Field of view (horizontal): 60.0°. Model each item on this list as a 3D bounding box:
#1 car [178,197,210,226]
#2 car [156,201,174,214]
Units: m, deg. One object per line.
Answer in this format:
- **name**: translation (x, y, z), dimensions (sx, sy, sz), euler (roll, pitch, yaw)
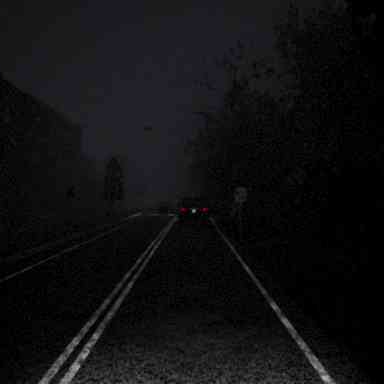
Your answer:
- **car**: translation (0.128, 1.354, 24.405), dimensions (2.150, 2.045, 5.566), euler (0, -1, 0)
- **car**: translation (-3.266, 1.830, 40.274), dimensions (1.882, 1.535, 5.008), euler (0, -1, 0)
